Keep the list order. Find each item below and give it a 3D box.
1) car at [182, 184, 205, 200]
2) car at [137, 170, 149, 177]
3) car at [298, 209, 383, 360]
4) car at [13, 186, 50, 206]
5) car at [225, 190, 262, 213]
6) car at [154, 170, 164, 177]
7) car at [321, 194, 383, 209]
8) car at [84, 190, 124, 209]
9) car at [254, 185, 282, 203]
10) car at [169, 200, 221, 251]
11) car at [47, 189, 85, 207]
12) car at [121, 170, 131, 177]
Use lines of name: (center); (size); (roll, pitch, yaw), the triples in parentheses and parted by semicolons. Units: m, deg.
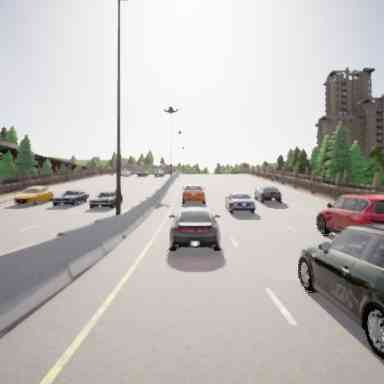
car: (0.149, -0.008, 31.321); (2.097, 1.767, 4.553); (0, 6, 0)
car: (-10.377, -3.881, 70.351); (1.895, 1.301, 4.718); (0, 6, 0)
car: (3.582, 1.377, 6.147); (2.097, 1.767, 4.553); (0, 0, 0)
car: (-14.046, 0.266, 29.835); (1.882, 1.535, 5.008); (0, 6, 0)
car: (3.635, 0.719, 25.585); (2.033, 1.411, 5.357); (0, 5, 0)
car: (-6.878, -3.907, 69.954); (2.128, 1.511, 4.902); (0, 6, 0)
car: (7.119, 1.088, 13.800); (2.150, 2.045, 5.566); (0, 2, 0)
car: (-7.052, 0.598, 27.629); (1.895, 1.301, 4.718); (0, 5, 0)
car: (7.150, 0.127, 31.524); (1.837, 1.490, 4.892); (0, 6, 0)
car: (0.116, 1.380, 13.636); (1.837, 1.490, 4.892); (0, 2, 0)
car: (-10.549, 0.453, 29.184); (1.895, 1.301, 4.718); (0, 5, 0)
car: (-13.879, -3.837, 69.312); (1.812, 1.442, 4.674); (0, 6, 0)
